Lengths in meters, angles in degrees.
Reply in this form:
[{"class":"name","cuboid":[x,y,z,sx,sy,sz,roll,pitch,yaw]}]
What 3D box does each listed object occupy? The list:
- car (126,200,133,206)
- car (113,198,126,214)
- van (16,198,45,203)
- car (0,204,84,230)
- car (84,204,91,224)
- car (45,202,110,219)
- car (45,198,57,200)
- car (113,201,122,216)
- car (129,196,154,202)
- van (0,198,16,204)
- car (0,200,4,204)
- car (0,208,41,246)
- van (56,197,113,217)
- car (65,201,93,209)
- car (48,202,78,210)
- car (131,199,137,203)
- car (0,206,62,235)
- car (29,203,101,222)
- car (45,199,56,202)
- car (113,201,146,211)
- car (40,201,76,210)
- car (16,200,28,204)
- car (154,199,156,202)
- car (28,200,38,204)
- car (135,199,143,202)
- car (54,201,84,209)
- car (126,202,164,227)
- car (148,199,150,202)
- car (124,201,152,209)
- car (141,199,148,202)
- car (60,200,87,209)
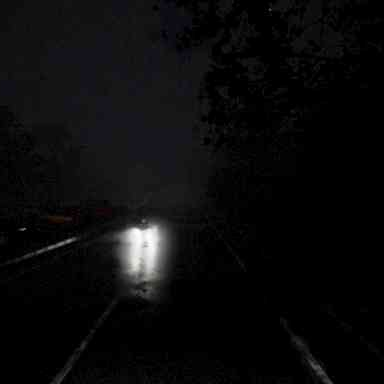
[{"class":"car","cuboid":[-10.247,2.017,40.782,4.892,1.521,2.231,0,-1,0]},{"class":"car","cuboid":[-10.288,1.846,38.005,4.553,1.767,2.185,0,-1,0]},{"class":"van","cuboid":[-23.442,1.893,46.265,4.442,1.987,1.878,0,-1,0]},{"class":"car","cuboid":[-10.093,1.740,21.350,5.366,1.575,1.946,0,-1,0]},{"class":"car","cuboid":[-10.246,1.810,24.126,4.792,1.488,2.163,0,-1,0]},{"class":"car","cuboid":[-10.238,1.886,29.678,4.792,1.488,2.163,0,-1,0]},{"class":"car","cuboid":[-23.347,1.992,51.928,5.566,2.045,2.435,0,-1,0]},{"class":"car","cuboid":[-10.290,1.961,35.230,4.792,1.488,2.163,0,-1,0]},{"class":"car","cuboid":[-10.256,2.177,60.206,5.566,2.045,2.435,0,-1,0]},{"class":"van","cuboid":[-23.228,1.747,38.102,4.442,1.987,1.878,0,-1,0]},{"class":"car","cuboid":[-23.345,1.932,35.313,5.008,1.535,2.097,0,-1,0]},{"class":"car","cuboid":[-10.279,1.669,15.798,4.892,1.521,2.231,0,-1,0]},{"class":"van","cuboid":[-10.380,1.668,32.457,4.442,1.987,1.878,0,-1,0]},{"class":"car","cuboid":[-23.291,2.610,68.415,5.008,1.535,2.097,0,-1,0]},{"class":"car","cuboid":[-23.304,2.468,60.229,4.674,1.452,2.002,0,-1,0]},{"class":"car","cuboid":[-10.435,2.063,43.550,5.366,1.575,1.946,0,-1,0]},{"class":"car","cuboid":[-10.288,1.706,18.574,4.892,1.521,2.231,0,-1,0]},{"class":"car","cuboid":[-10.242,1.848,26.902,4.792,1.488,2.163,0,-1,0]},{"class":"car","cuboid":[-23.293,2.211,49.153,4.792,1.488,2.163,0,-1,0]},{"class":"car","cuboid":[-10.241,2.306,54.649,4.892,1.521,2.231,0,-1,0]},{"class":"car","cuboid":[-23.125,2.363,57.460,5.366,1.575,1.946,0,-1,0]},{"class":"car","cuboid":[-23.362,2.045,40.850,4.792,1.488,2.163,0,-1,0]},{"class":"car","cuboid":[-10.191,2.582,65.750,4.792,1.488,2.163,0,-1,0]},{"class":"car","cuboid":[-23.358,2.093,43.489,4.792,1.488,2.163,0,-1,0]},{"class":"car","cuboid":[-10.060,2.116,46.201,5.366,1.575,1.946,0,-1,0]},{"class":"car","cuboid":[-23.274,2.519,62.998,4.792,1.488,2.163,0,-1,0]},{"class":"car","cuboid":[-3.363,1.795,25.617,2.128,1.511,4.902,0,-1,0]},{"class":"car","cuboid":[-10.417,2.364,57.425,5.366,1.575,1.946,0,-1,0]},{"class":"car","cuboid":[-10.229,2.490,62.975,5.008,1.535,2.097,0,-1,0]},{"class":"car","cuboid":[-10.053,2.240,51.873,5.366,1.575,1.946,0,-1,0]},{"class":"car","cuboid":[-23.331,2.423,65.647,4.553,1.767,2.185,0,-1,0]}]
